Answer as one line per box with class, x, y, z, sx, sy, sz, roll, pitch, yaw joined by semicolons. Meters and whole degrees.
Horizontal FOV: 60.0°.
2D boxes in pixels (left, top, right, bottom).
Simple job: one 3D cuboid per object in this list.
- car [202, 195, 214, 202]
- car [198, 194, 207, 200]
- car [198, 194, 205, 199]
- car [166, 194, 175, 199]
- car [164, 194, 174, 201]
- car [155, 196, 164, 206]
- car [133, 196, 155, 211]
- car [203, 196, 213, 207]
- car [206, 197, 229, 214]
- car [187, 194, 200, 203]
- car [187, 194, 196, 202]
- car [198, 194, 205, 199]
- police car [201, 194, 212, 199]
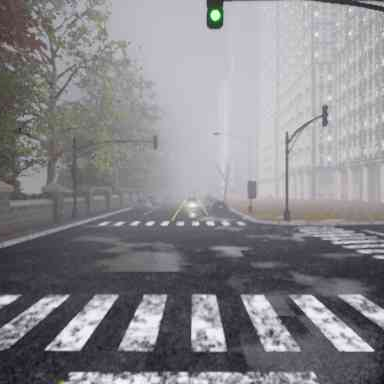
car;2.661;1.405;44.144;1.947;1.339;4.313;0;0;0
car;2.634;1.279;83.569;2.008;1.369;4.403;0;0;0
car;2.627;1.285;94.834;1.802;1.307;4.206;0;0;0
car;-5.750;1.260;89.196;1.887;1.381;4.507;0;0;0
car;-5.743;1.288;77.931;1.887;1.381;4.507;0;0;0
car;-5.722;1.261;49.770;1.967;1.590;4.097;0;0;0
car;-5.716;1.440;38.505;1.802;1.307;4.206;0;0;0
car;2.665;1.424;38.511;1.947;1.339;4.313;0;0;0
car;2.668;1.443;32.878;1.947;1.339;4.313;0;0;0
car;0.002;1.276;62.397;2.128;1.511;4.902;0;0;0
car;-0.050;1.260;71.414;1.837;1.490;4.892;0;0;0
car;2.630;1.297;89.202;1.802;1.307;4.206;0;0;0
police car;3.092;1.212;61.300;1.930;1.638;5.238;0;0;0
